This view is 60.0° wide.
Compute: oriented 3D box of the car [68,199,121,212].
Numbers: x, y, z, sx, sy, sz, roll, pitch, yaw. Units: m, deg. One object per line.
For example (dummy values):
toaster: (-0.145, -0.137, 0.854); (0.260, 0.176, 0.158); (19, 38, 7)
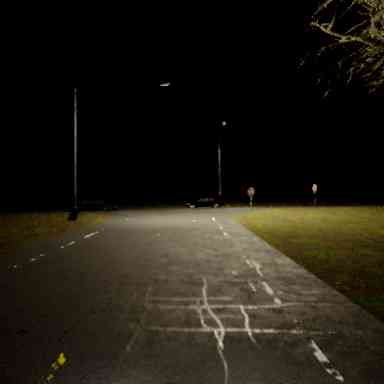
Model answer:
car: (-10.635, 1.502, 36.417); (5.357, 1.411, 2.033); (0, -2, 0)

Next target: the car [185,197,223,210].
car: (1.594, 1.471, 43.500); (5.008, 1.535, 1.882); (-2, 0, -1)
